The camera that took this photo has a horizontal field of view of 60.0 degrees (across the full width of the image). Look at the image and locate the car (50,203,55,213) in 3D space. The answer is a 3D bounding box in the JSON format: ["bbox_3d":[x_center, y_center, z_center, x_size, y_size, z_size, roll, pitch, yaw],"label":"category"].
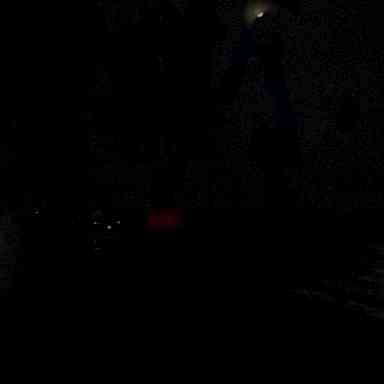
[{"bbox_3d":[-22.011,2.445,49.978,1.837,1.490,4.892,0,-1,-34],"label":"car"}]

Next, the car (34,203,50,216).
[{"bbox_3d":[-19.603,2.256,41.332,2.128,1.511,4.902,0,-1,-34],"label":"car"}]

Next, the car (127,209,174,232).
[{"bbox_3d":[-3.230,1.823,22.269,2.033,1.411,5.357,0,-1,-34],"label":"car"}]

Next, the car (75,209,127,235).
[{"bbox_3d":[-6.097,1.818,21.241,1.812,1.442,4.674,0,-1,-34],"label":"car"}]
